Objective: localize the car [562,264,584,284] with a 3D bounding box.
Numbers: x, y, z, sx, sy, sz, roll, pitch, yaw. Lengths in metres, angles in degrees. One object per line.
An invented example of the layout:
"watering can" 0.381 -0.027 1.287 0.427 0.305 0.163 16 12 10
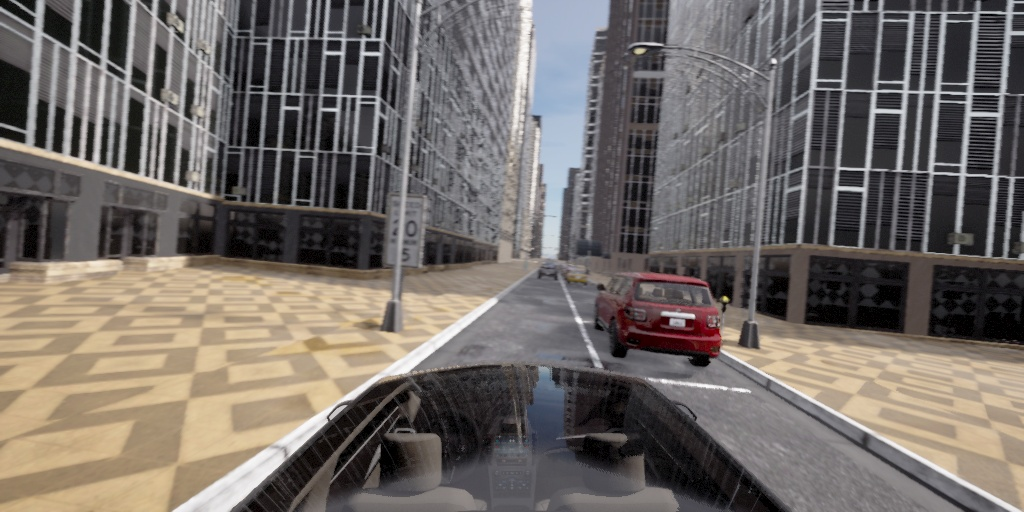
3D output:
"car" 5.503 1.680 30.990 1.751 1.417 4.829 0 0 6

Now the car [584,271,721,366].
"car" 3.218 1.319 8.966 2.192 1.841 5.009 0 0 6

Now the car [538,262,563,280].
"car" 3.605 1.482 35.663 2.128 1.511 4.902 5 0 6
